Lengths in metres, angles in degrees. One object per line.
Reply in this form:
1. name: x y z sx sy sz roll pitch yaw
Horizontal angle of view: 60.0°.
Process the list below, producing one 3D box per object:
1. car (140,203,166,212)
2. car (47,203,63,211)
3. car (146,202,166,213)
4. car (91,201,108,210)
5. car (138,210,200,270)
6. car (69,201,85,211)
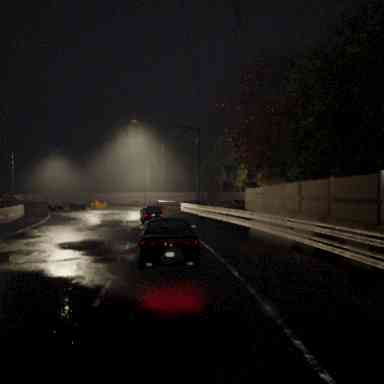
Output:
1. car: -3.480 1.916 28.745 2.033 1.411 5.357 0 -1 -10
2. car: -22.102 2.356 53.603 1.895 1.301 4.718 0 -1 -31
3. car: -4.915 2.152 46.103 1.994 1.385 4.181 0 -1 4
4. car: -15.873 2.243 56.704 1.882 1.535 5.008 0 -1 -31
5. car: -0.855 1.627 11.770 1.882 1.535 5.008 0 -1 -5
6. car: -19.098 2.254 55.271 2.128 1.511 4.902 0 -1 -31
